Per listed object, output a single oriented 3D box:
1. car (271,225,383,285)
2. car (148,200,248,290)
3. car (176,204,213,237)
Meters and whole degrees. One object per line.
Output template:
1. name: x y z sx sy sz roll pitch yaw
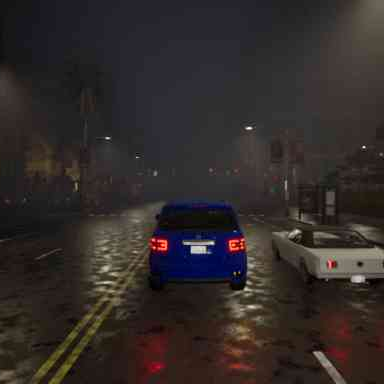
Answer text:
1. car: 3.618 1.601 9.446 1.895 1.301 4.718 0 0 0
2. car: 0.119 1.221 9.182 2.150 2.045 5.566 0 0 0
3. car: 0.141 1.505 19.044 1.837 1.490 4.892 0 0 0
